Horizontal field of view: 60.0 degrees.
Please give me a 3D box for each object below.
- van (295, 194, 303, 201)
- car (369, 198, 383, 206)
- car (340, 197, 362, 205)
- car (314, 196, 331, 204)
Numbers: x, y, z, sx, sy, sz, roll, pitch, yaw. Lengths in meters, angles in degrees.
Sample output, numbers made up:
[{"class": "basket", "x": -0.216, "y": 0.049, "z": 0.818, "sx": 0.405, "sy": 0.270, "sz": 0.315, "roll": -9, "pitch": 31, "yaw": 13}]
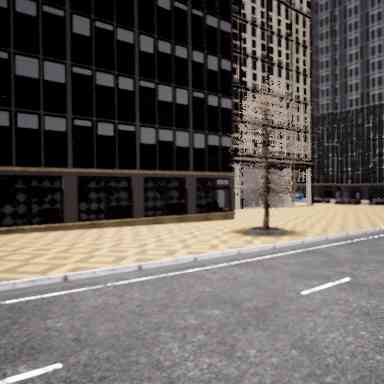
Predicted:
[{"class": "van", "x": 23.292, "y": 1.062, "z": 75.753, "sx": 1.690, "sy": 1.788, "sz": 3.998, "roll": 0, "pitch": 1, "yaw": -37}, {"class": "car", "x": 30.375, "y": 1.560, "z": 52.537, "sx": 1.947, "sy": 1.339, "sz": 4.313, "roll": 0, "pitch": 1, "yaw": -37}, {"class": "car", "x": 26.929, "y": 1.539, "z": 57.060, "sx": 1.802, "sy": 1.307, "sz": 4.206, "roll": 0, "pitch": 1, "yaw": -37}, {"class": "car", "x": 23.517, "y": 1.485, "z": 61.605, "sx": 1.947, "sy": 1.339, "sz": 4.313, "roll": 0, "pitch": 1, "yaw": -37}]
